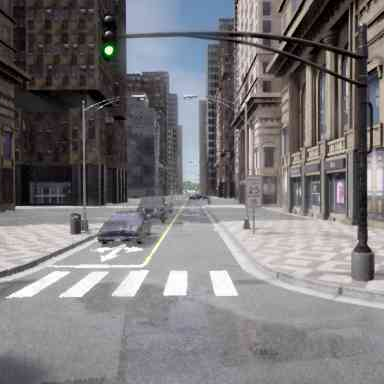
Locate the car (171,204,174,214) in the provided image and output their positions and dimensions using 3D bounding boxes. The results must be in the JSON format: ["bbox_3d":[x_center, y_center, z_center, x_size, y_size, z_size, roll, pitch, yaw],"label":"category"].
[{"bbox_3d":[-3.087,1.684,37.051,1.812,1.442,4.674,0,0,0],"label":"car"}]

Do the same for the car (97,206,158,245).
[{"bbox_3d":[-3.107,1.643,16.501,2.033,1.411,5.357,0,0,0],"label":"car"}]

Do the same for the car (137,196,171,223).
[{"bbox_3d":[-3.105,1.348,26.720,2.150,2.045,5.566,0,0,-1],"label":"car"}]
